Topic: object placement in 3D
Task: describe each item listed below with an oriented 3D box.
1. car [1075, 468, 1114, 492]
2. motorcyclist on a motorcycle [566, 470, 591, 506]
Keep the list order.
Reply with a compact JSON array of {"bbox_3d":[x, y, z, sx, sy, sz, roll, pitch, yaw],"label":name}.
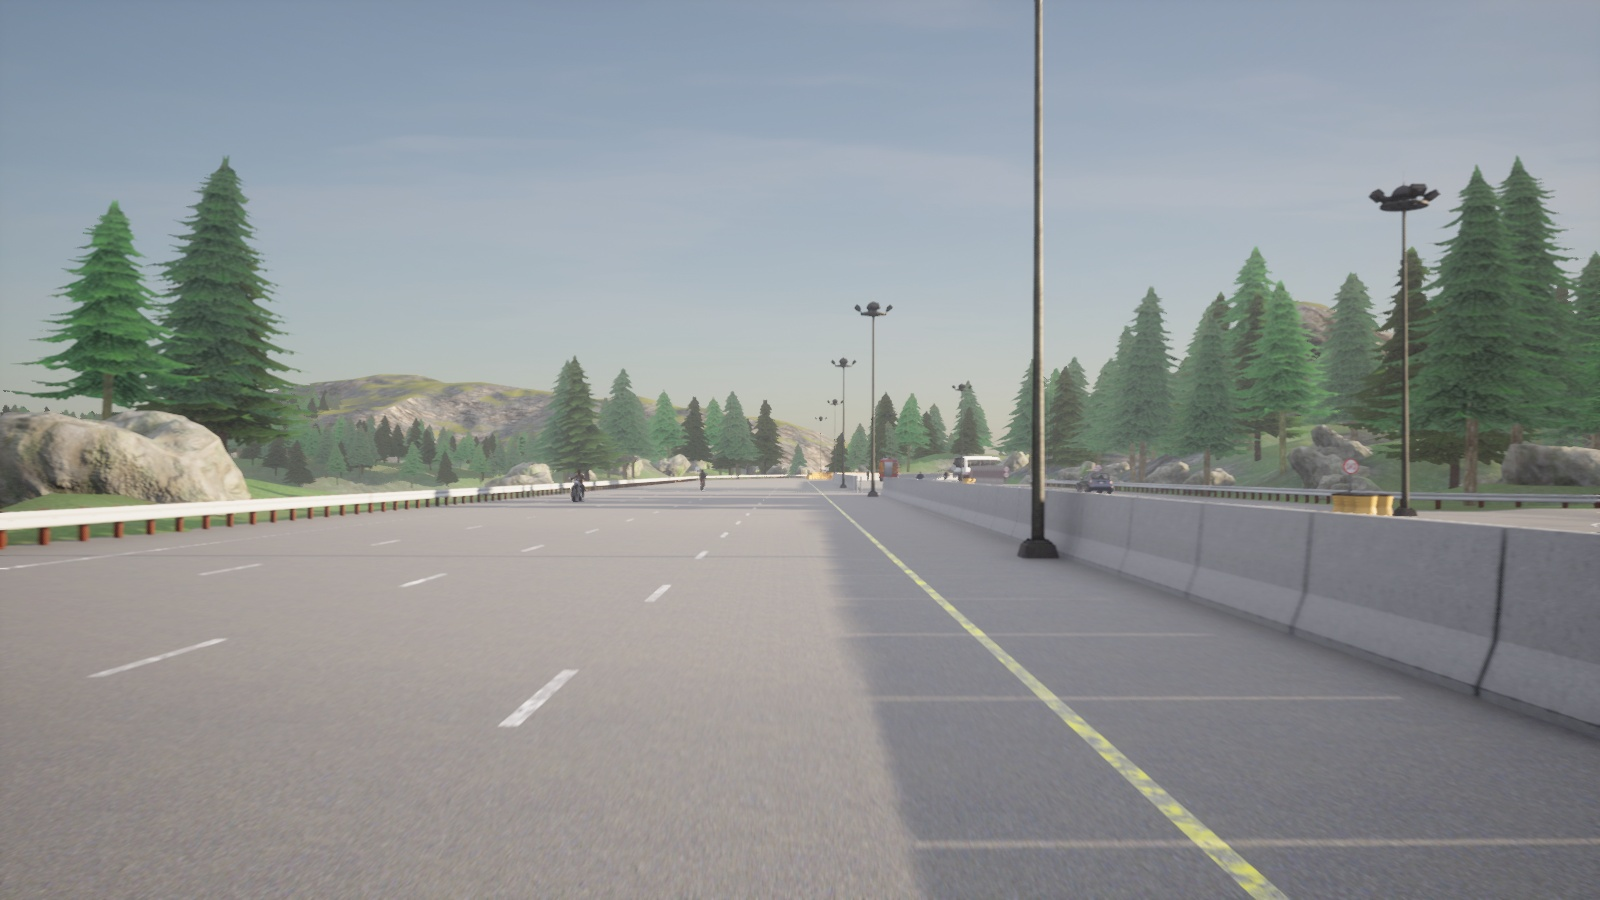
[{"bbox_3d":[20.790,2.111,88.819,1.851,1.617,3.988,0,-1,0],"label":"car"},{"bbox_3d":[-10.642,1.814,60.360,0.766,1.649,2.350,0,-1,0],"label":"motorcyclist on a motorcycle"}]
